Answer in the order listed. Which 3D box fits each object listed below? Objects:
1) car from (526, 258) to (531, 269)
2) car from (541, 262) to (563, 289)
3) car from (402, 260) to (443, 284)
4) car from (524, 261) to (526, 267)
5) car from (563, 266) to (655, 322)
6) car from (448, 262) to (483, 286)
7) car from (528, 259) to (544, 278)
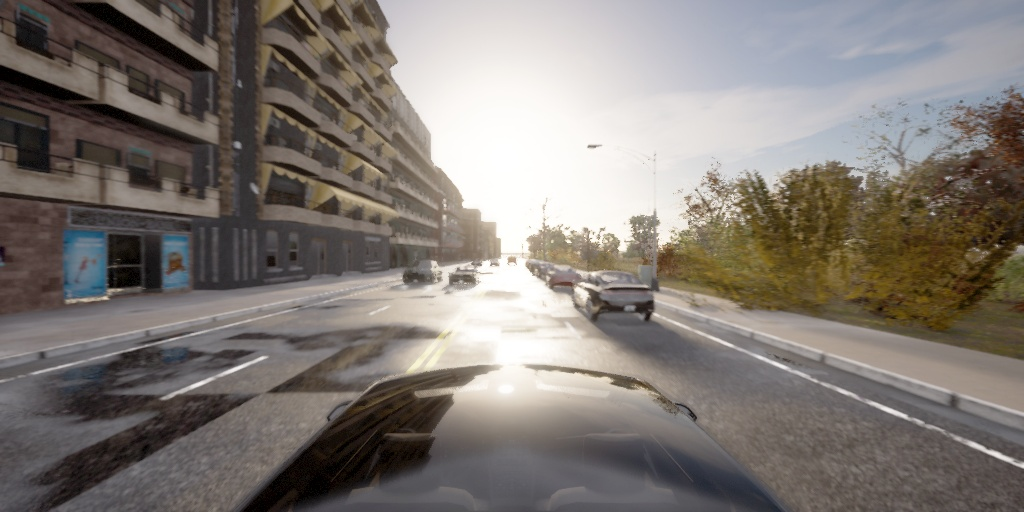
[{"bbox_3d":[3.256,1.262,45.360,2.163,1.488,4.792,0,0,0],"label":"car"},{"bbox_3d":[3.253,1.316,23.329,1.994,1.385,4.181,0,0,0],"label":"car"},{"bbox_3d":[-6.584,1.103,26.759,2.097,1.767,4.553,0,0,0],"label":"car"},{"bbox_3d":[3.257,1.289,56.331,1.812,1.442,4.674,0,0,0],"label":"car"},{"bbox_3d":[3.251,1.242,12.329,2.128,1.511,4.902,0,0,0],"label":"car"},{"bbox_3d":[-3.340,1.353,25.756,1.895,1.301,4.718,0,0,0],"label":"car"},{"bbox_3d":[3.157,1.302,34.578,2.033,1.411,5.357,0,0,-4],"label":"car"}]
